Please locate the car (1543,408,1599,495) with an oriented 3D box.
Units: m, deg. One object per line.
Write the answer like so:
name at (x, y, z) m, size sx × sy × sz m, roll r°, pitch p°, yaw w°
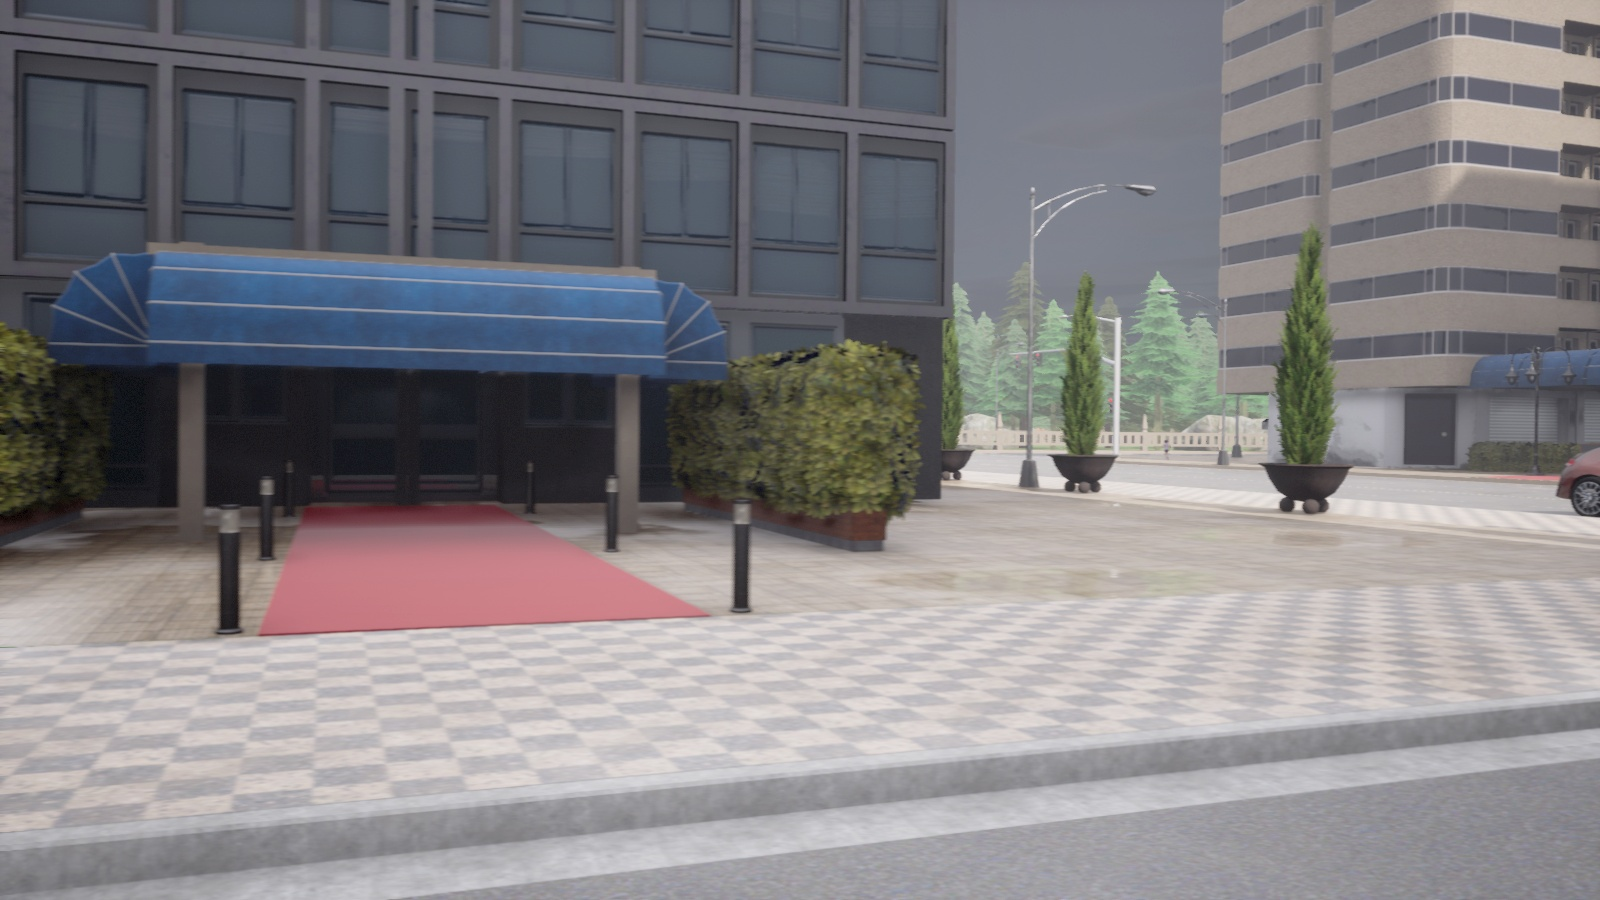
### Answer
car at (16.613, 0.024, 22.924) m, size 2.152 × 1.651 × 5.027 m, roll -1°, pitch 1°, yaw -20°
